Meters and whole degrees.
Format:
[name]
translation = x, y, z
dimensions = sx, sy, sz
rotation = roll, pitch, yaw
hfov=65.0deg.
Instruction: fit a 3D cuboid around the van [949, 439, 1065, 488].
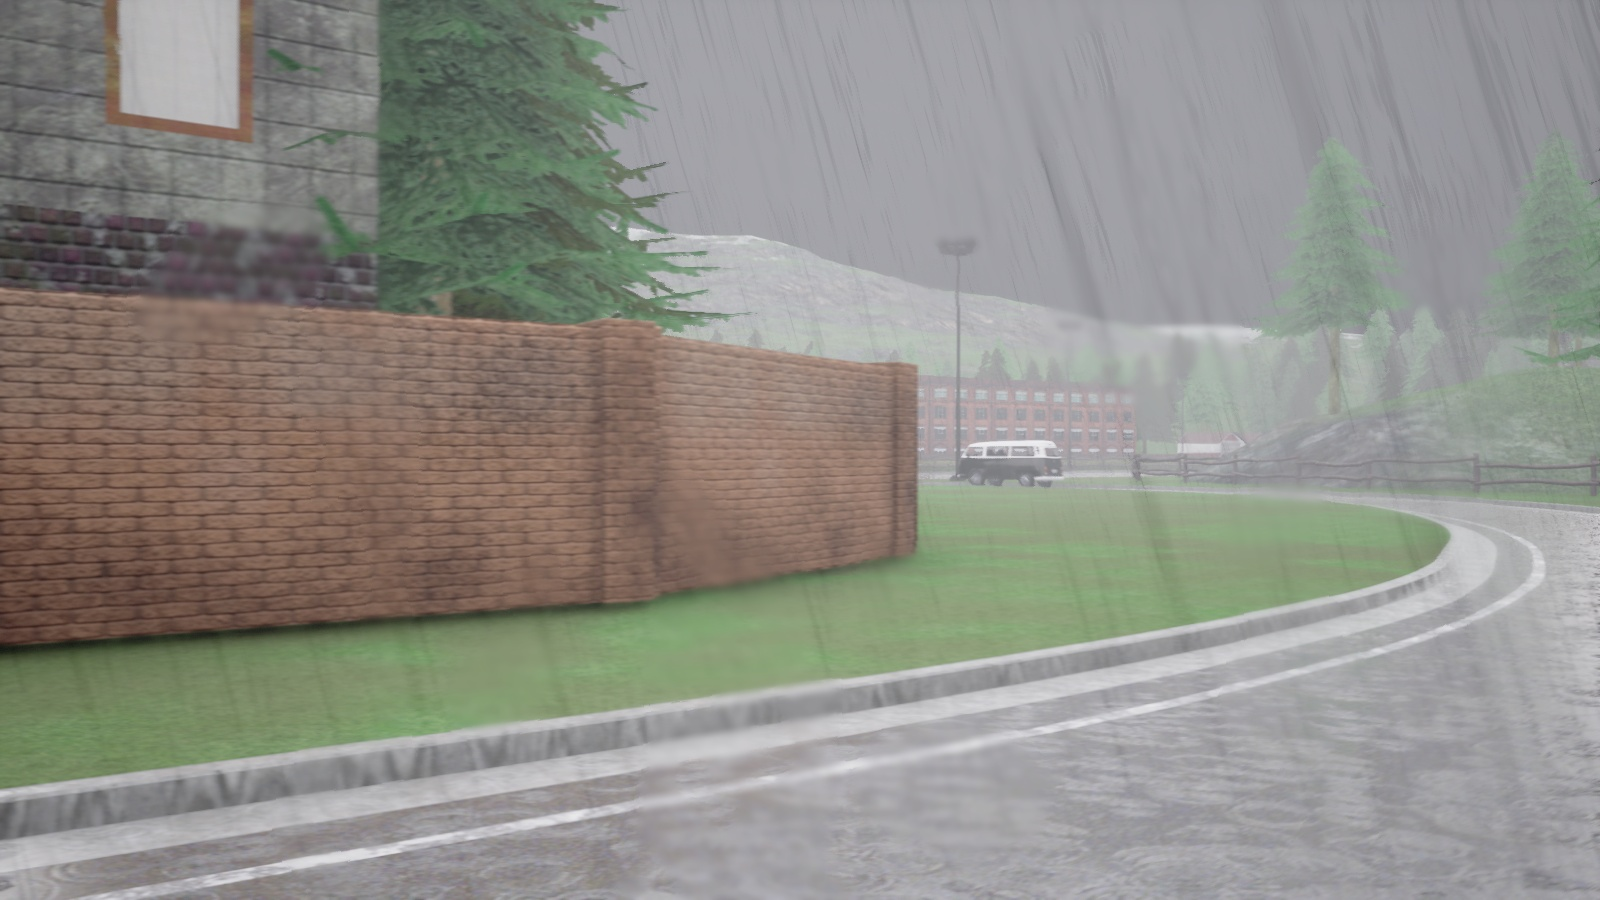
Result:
[van]
translation = 8.880, 0.582, 54.056
dimensions = 4.480, 2.038, 2.069
rotation = 0, -1, 40
